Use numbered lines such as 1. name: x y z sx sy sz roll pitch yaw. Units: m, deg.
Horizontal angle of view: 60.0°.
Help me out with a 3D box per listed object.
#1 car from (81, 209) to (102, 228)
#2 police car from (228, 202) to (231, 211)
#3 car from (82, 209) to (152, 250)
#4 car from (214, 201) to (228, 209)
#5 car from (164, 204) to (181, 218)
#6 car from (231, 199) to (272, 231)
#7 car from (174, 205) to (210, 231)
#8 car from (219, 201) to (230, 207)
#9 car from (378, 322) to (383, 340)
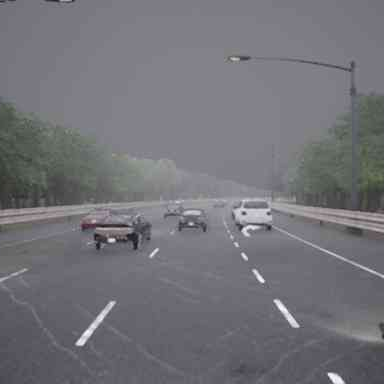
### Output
1. car: -6.156 1.877 23.302 1.994 1.385 4.181 0 -1 3
2. police car: 5.016 1.968 34.158 2.038 1.542 4.974 0 -1 5
3. car: -3.045 1.698 15.425 2.128 1.511 4.902 0 -1 2
4. car: 5.261 2.374 63.843 2.128 1.511 4.902 0 -1 10
5. car: -1.768 2.030 35.531 2.033 1.411 5.357 0 -1 5
6. car: 4.232 1.538 23.547 2.150 2.045 5.566 0 -1 3
7. car: 0.193 1.834 22.938 1.812 1.442 4.674 0 -1 6
8. car: 7.548 2.662 77.153 1.895 1.301 4.718 0 -1 11
9. car: 3.506 1.578 2.179 2.033 1.411 5.357 0 -1 0
